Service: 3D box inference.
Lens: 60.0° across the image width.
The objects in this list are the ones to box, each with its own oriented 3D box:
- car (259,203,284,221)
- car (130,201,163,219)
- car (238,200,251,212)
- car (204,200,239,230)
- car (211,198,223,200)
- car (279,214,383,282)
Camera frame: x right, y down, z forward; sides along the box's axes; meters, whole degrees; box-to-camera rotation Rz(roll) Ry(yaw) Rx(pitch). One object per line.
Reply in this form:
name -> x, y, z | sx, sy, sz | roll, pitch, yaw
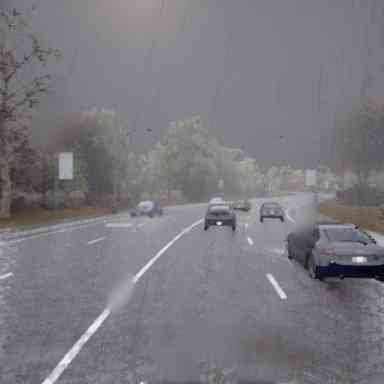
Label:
car -> 6.461, 1.565, 27.123 | 2.033, 1.411, 5.357 | 0, 0, 12
car -> -3.920, 1.500, 29.570 | 1.812, 1.442, 4.674 | 0, 0, 12
car -> 5.827, 1.576, 39.061 | 1.994, 1.385, 4.181 | 0, 0, 15
car -> 1.872, 1.506, 21.058 | 1.837, 1.490, 4.892 | 0, 0, 8
car -> 3.213, 1.523, 43.270 | 1.812, 1.442, 4.674 | 0, 0, 18
car -> 4.117, 1.575, 9.904 | 1.994, 1.385, 4.181 | 0, 0, 4
